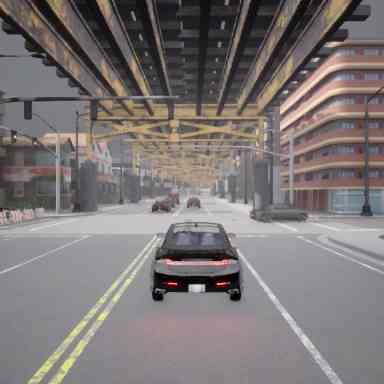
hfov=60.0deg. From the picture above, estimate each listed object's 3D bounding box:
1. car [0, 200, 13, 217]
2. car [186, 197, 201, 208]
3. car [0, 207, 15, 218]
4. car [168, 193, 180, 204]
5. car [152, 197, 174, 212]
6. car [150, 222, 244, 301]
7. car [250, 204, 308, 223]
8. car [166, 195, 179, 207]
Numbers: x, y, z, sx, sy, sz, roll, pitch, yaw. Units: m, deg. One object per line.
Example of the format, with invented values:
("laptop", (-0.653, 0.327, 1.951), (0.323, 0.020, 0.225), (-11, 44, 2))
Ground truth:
("car", (-16.709, 1.295, 26.001), (4.536, 1.218, 1.853), (0, 0, -20))
("car", (0.266, 1.526, 48.564), (1.812, 1.442, 4.674), (0, 0, 1))
("car", (-16.660, 1.453, 26.019), (4.974, 1.542, 2.038), (0, 0, -20))
("car", (-3.341, 1.204, 59.043), (2.150, 2.045, 5.566), (0, 0, 1))
("car", (-3.457, 1.601, 37.984), (1.895, 1.301, 4.718), (0, 0, 1))
("car", (0.105, 1.492, 8.321), (2.128, 1.511, 4.902), (0, 0, 0))
("car", (6.503, 1.564, 25.006), (4.181, 1.385, 1.994), (0, 0, -6))
("car", (-3.404, 1.547, 48.351), (2.033, 1.411, 5.357), (0, 0, 0))
